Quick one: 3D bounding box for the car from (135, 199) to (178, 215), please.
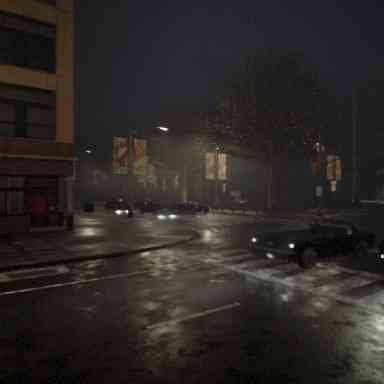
[{"bbox_3d":[-3.676,1.564,33.872,1.994,1.385,4.181,0,0,-36],"label":"car"}]

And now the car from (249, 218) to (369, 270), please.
[{"bbox_3d":[4.142,1.601,11.229,4.718,1.301,1.895,0,0,-35],"label":"car"}]

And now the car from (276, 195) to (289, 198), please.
[{"bbox_3d":[18.430,1.320,69.180,2.002,1.452,4.674,0,0,-36],"label":"car"}]

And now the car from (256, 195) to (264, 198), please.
[{"bbox_3d":[17.621,1.463,83.113,1.895,1.301,4.718,0,0,-36],"label":"car"}]

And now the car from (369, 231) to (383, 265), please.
[{"bbox_3d":[7.528,1.221,9.346,5.566,2.045,2.150,0,0,-35],"label":"car"}]

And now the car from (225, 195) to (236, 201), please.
[{"bbox_3d":[7.962,1.413,76.676,2.161,1.482,4.786,0,0,-36],"label":"car"}]

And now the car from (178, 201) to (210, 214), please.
[{"bbox_3d":[-0.182,1.601,35.001,1.895,1.301,4.718,0,0,-36],"label":"car"}]

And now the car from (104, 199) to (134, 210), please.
[{"bbox_3d":[-9.500,1.564,42.028,1.994,1.385,4.181,0,0,-35],"label":"car"}]
